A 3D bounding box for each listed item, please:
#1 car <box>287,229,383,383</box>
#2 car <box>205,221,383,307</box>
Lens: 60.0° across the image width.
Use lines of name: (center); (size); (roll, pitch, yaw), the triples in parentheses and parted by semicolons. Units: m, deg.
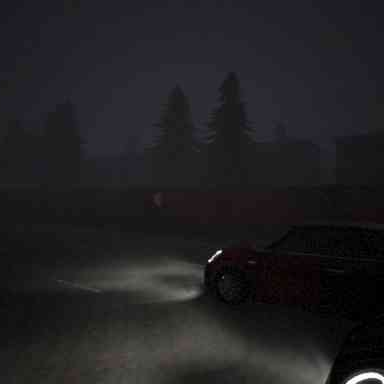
car: (3.131, 1.354, 1.818); (4.553, 1.767, 2.097); (0, 0, 35)
car: (2.476, 1.356, 6.563); (4.553, 1.767, 2.097); (0, 0, 35)
